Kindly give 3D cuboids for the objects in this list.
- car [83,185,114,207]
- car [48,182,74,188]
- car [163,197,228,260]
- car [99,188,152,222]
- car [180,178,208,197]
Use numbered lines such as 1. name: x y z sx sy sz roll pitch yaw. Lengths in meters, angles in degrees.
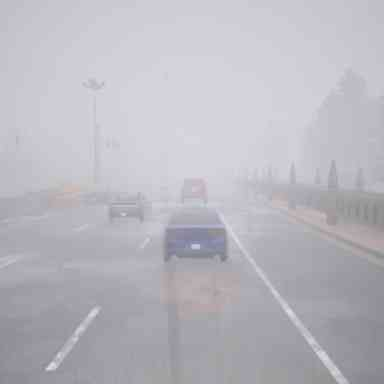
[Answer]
1. car: -6.867 0.222 25.855 1.882 1.535 5.008 0 4 0
2. car: -13.928 -0.396 36.182 1.895 1.301 4.718 0 4 1
3. car: 0.101 1.187 11.291 1.882 1.535 5.008 0 3 0
4. car: -3.393 0.736 18.896 2.128 1.511 4.902 0 4 0
5. car: 0.147 -0.220 28.408 2.150 2.045 5.566 0 4 0
